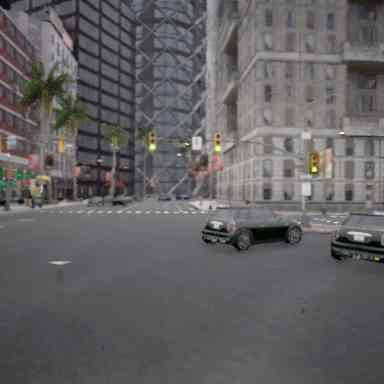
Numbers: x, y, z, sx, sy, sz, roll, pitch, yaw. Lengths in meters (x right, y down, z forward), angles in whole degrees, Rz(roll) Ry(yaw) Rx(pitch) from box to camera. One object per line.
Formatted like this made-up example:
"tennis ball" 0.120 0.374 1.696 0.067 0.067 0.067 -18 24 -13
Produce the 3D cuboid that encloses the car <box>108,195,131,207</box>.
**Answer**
"car" -10.838 1.508 50.100 1.895 1.301 4.718 1 0 -4

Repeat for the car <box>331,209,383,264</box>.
"car" 6.774 1.420 11.209 4.553 1.767 2.097 1 0 -35

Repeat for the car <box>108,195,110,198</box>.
"car" -15.045 1.374 59.721 1.837 1.490 4.892 1 0 -4

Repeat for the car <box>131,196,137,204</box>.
"car" -11.536 1.408 59.776 1.837 1.490 4.892 1 0 -4

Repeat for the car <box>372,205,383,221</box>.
"car" 18.413 1.786 28.818 4.718 1.301 1.895 1 0 -4

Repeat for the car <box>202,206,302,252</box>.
"car" 2.694 1.382 14.358 4.553 1.767 2.097 1 0 -36

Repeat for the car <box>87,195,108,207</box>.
"car" -14.329 1.378 49.861 1.837 1.490 4.892 1 0 -4

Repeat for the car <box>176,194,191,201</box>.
"car" -2.204 1.355 87.154 2.097 1.767 4.553 1 0 34

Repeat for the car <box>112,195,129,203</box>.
"car" -15.022 1.397 69.905 2.128 1.511 4.902 1 0 5

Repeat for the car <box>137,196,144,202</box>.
"car" -11.508 1.458 69.805 1.994 1.385 4.181 1 0 5

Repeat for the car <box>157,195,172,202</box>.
"car" -6.385 1.497 77.570 2.033 1.411 5.357 1 0 18
